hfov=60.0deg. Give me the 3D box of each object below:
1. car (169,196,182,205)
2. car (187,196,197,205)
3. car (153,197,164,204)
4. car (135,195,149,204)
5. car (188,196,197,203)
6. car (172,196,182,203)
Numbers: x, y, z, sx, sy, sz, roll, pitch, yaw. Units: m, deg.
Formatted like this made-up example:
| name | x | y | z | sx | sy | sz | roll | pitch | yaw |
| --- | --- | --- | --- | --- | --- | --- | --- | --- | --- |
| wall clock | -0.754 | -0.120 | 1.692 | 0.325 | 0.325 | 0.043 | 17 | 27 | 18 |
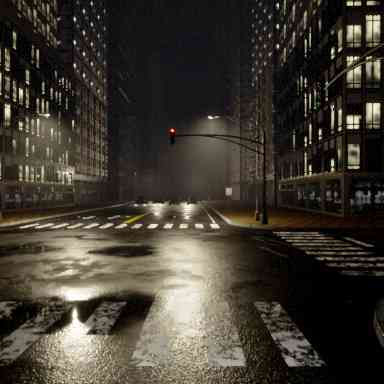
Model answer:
| name | x | y | z | sx | sy | sz | roll | pitch | yaw |
| --- | --- | --- | --- | --- | --- | --- | --- | --- | --- |
| car | -3.187 | 1.647 | 59.727 | 2.033 | 1.411 | 5.357 | 0 | 0 | 0 |
| car | 0.064 | 1.648 | 60.140 | 2.033 | 1.411 | 5.357 | 0 | 0 | 0 |
| car | -6.432 | 1.680 | 64.315 | 1.994 | 1.385 | 4.181 | 0 | 0 | 0 |
| car | -9.682 | 1.468 | 64.349 | 2.097 | 1.767 | 4.553 | 0 | 0 | 0 |
| car | 0.075 | 1.583 | 70.588 | 1.895 | 1.301 | 4.718 | 0 | 0 | 0 |
| car | -3.176 | 1.523 | 70.145 | 1.994 | 1.385 | 4.181 | 0 | 0 | 0 |
